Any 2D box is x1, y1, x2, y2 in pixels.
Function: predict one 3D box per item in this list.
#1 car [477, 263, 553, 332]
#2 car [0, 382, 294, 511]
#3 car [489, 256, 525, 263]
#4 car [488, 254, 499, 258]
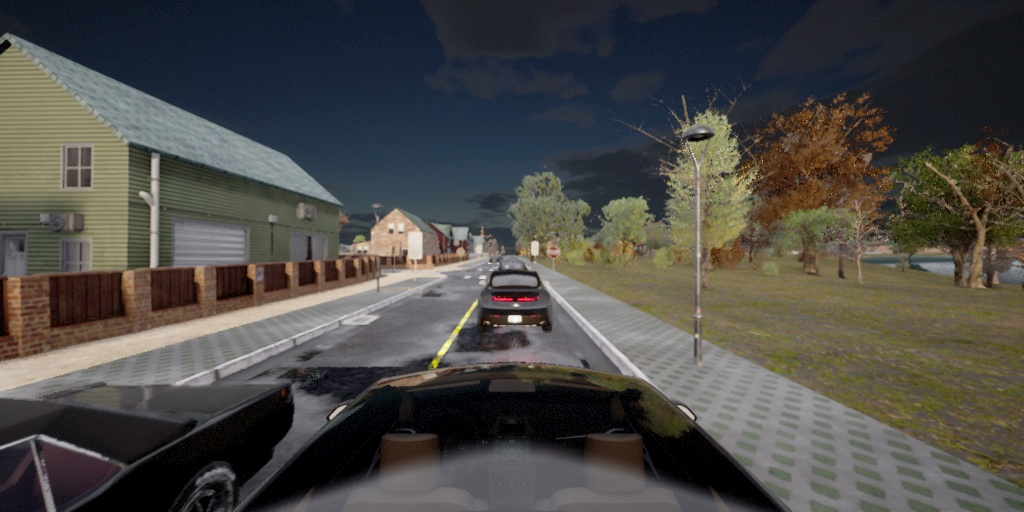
[{"bbox_3d":[0.069,1.119,10.320,1.837,1.490,4.892,0,1,0],"label":"car"},{"bbox_3d":[-2.846,1.364,0.910,1.895,1.301,4.718,0,1,0],"label":"car"},{"bbox_3d":[0.030,0.966,19.665,2.128,1.511,4.902,0,1,0],"label":"car"},{"bbox_3d":[-2.879,0.421,60.827,1.837,1.490,4.892,0,1,1],"label":"car"}]
